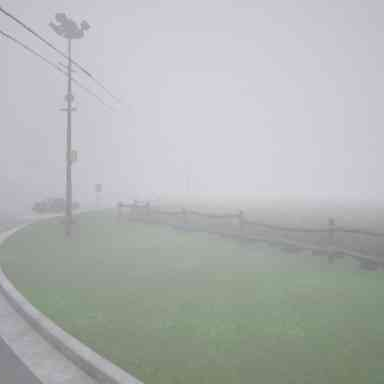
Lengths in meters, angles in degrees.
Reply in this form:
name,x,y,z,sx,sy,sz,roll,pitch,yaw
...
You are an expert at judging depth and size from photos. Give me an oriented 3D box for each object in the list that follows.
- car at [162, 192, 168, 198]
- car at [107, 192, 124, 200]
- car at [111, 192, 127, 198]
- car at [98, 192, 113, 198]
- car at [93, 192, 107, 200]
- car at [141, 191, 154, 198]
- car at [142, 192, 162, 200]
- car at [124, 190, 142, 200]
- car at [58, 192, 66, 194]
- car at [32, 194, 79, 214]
name,x,y,z,sx,sy,sz,roll,pitch,yaw
car,-6.816,0.723,77.103,2.033,1.411,5.357,1,0,7
car,-15.021,0.842,67.603,1.837,1.490,4.892,1,0,7
car,-17.239,0.612,78.368,2.033,1.411,5.357,1,0,7
car,-20.632,0.722,79.476,1.812,1.442,4.674,1,0,7
car,-18.495,0.765,68.025,1.882,1.535,5.008,1,0,7
car,-10.290,0.624,77.524,1.882,1.535,5.008,1,0,7
car,-8.023,0.978,67.175,1.994,1.385,4.181,1,0,7
car,-11.547,0.857,67.182,1.882,1.535,5.008,1,0,7
car,-22.865,0.824,60.248,1.837,1.490,4.892,1,0,7
car,-12.448,1.194,30.760,2.033,1.411,5.357,1,0,8
